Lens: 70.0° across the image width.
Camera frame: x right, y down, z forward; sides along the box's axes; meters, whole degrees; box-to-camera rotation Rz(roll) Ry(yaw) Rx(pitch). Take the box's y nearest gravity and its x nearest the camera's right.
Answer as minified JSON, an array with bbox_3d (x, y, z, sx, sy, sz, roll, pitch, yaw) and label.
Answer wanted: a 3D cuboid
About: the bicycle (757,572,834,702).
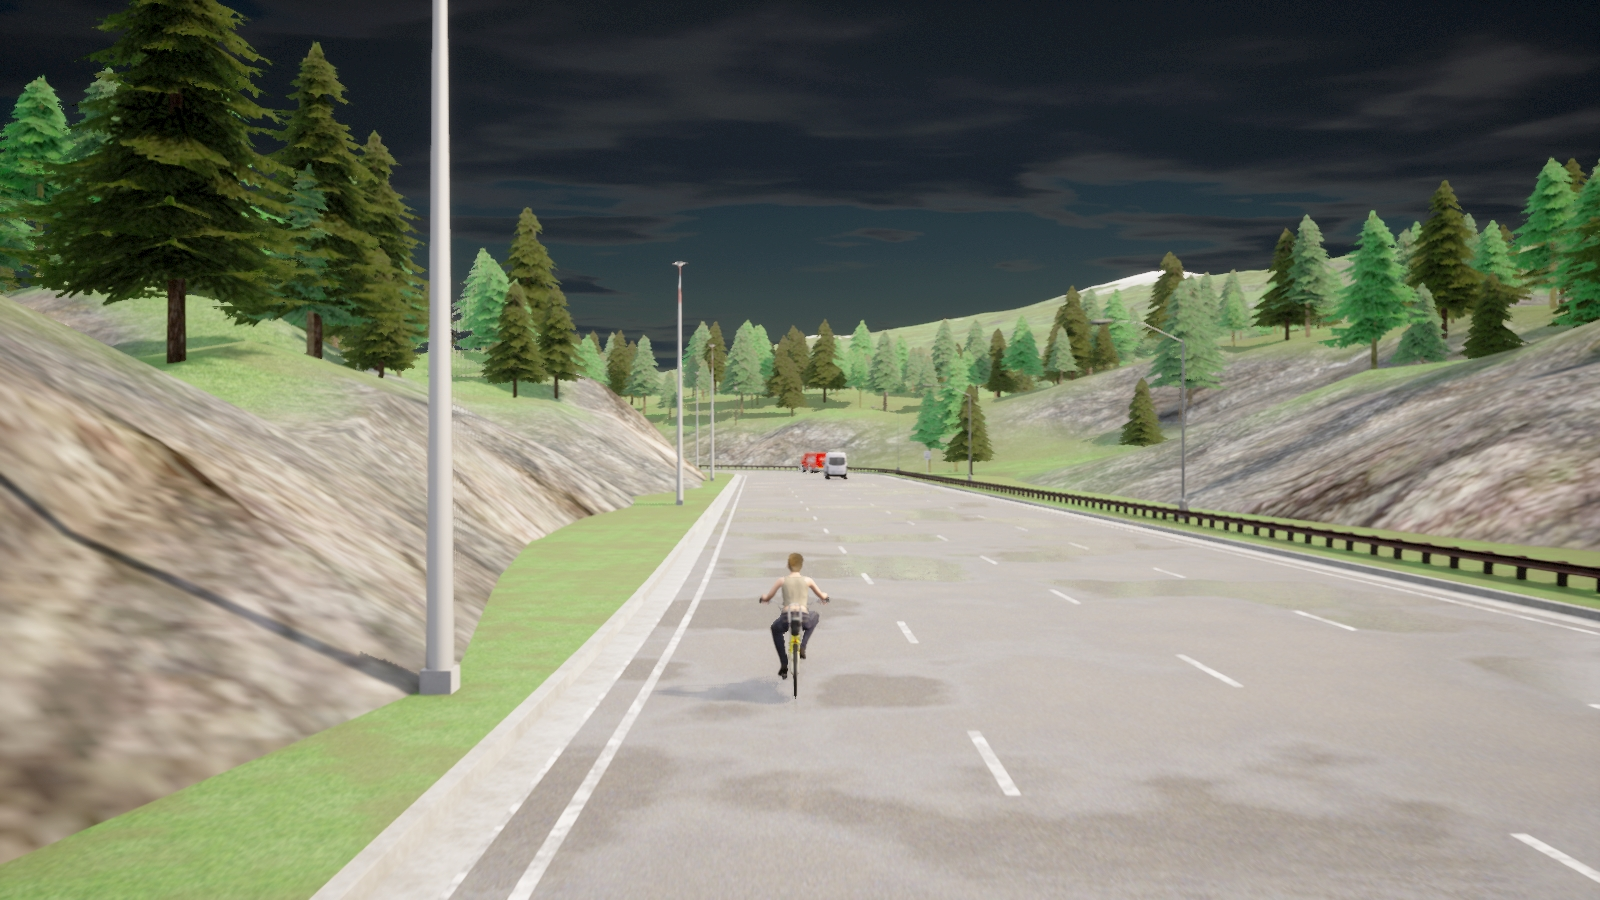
[{"bbox_3d":[-0.061,2.158,13.426,0.859,1.276,1.487,0,0,-1],"label":"bicycle"}]
